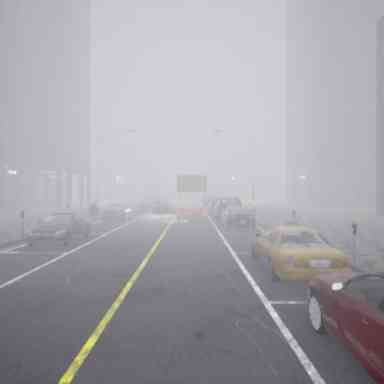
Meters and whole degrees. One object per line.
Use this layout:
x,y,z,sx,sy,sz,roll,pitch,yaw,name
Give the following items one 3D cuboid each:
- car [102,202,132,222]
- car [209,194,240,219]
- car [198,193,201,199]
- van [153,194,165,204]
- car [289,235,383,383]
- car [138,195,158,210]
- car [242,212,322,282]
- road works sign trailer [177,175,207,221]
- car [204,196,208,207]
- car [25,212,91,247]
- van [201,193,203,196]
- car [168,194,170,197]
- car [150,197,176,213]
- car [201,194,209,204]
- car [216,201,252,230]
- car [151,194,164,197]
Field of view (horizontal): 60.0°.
-5.781,1.505,25.942,2.008,1.369,4.403,0,0,0,car
2.760,1.270,25.929,2.192,1.841,5.009,0,0,0,car
2.743,1.215,59.081,2.192,1.841,5.009,0,0,0,car
-5.787,1.240,59.091,1.690,1.788,3.998,0,0,0,van
2.773,1.538,3.827,1.887,1.381,4.507,0,0,0,car
-5.784,1.452,42.347,1.752,1.417,4.829,0,0,0,car
2.770,1.509,9.523,1.752,1.417,4.829,0,0,0,car
-0.009,0.418,26.394,2.380,3.560,2.880,0,0,0,road works sign trailer
2.756,1.487,36.980,2.008,1.369,4.403,0,0,0,car
-5.780,1.556,14.892,1.802,1.307,4.206,0,0,0,car
2.746,1.250,53.555,1.690,1.788,3.998,0,0,0,van
-5.787,1.417,64.446,1.752,1.417,4.829,0,0,0,car
-3.103,1.538,36.076,1.895,1.301,4.718,0,0,0,car
2.749,1.358,48.031,1.967,1.590,4.097,0,0,0,car
2.764,1.509,20.404,1.887,1.381,4.507,0,0,0,car
-5.786,1.223,53.566,2.192,1.841,5.009,0,0,0,car
